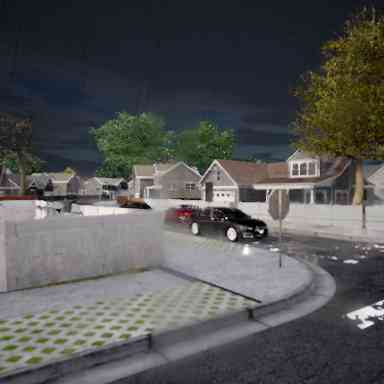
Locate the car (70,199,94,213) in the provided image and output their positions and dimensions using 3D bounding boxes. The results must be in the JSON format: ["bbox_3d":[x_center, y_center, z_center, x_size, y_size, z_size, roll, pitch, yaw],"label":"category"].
[{"bbox_3d":[-12.319,1.510,37.152,2.128,1.511,4.902,1,0,-32],"label":"car"}]

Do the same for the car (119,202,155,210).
[{"bbox_3d":[-4.068,1.530,25.017,1.837,1.490,4.892,1,0,-35],"label":"car"}]

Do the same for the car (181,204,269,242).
[{"bbox_3d":[1.698,1.535,16.822,1.837,1.490,4.892,1,0,-35],"label":"car"}]

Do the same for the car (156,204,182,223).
[{"bbox_3d":[-0.716,1.622,25.082,1.994,1.385,4.181,1,0,-34],"label":"car"}]
